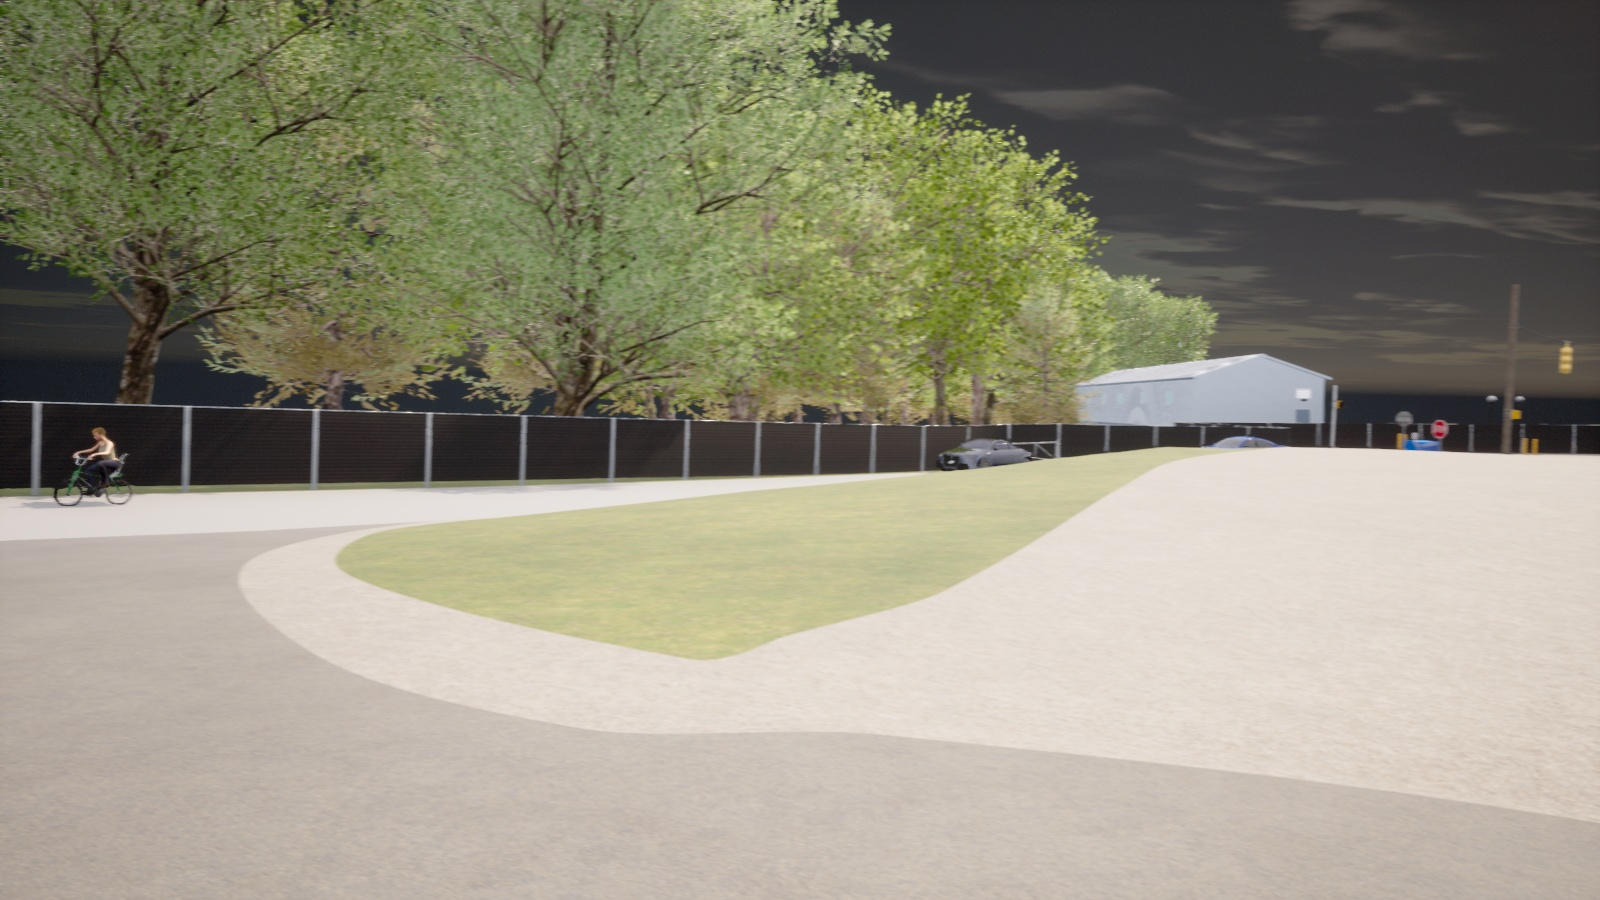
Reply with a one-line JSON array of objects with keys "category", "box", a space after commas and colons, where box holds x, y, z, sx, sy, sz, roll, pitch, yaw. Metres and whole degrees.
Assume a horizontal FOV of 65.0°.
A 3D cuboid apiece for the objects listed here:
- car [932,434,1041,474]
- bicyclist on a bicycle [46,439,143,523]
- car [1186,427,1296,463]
[{"category": "car", "box": [7.330, 0.126, 49.133, 4.181, 1.385, 1.994, -2, 4, -42]}, {"category": "bicyclist on a bicycle", "box": [-14.294, 0.600, 25.467, 0.866, 1.612, 1.509, 3, 3, 39]}, {"category": "car", "box": [20.666, -0.259, 58.771, 5.008, 1.535, 1.882, -1, 3, -27]}]
